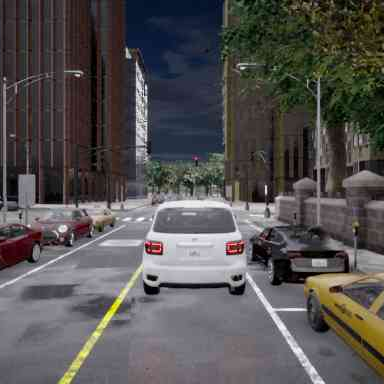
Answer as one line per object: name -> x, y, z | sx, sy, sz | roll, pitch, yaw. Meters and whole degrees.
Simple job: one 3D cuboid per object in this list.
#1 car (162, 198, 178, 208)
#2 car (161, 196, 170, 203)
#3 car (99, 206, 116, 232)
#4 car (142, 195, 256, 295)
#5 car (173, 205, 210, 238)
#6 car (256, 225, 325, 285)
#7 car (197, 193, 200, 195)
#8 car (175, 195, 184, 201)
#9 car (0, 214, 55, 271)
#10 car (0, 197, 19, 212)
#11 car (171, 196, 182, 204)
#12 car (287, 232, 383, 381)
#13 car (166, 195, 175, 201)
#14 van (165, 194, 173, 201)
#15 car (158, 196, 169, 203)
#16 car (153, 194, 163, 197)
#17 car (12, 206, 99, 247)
car -> -3.140, 1.574, 48.138 | 1.994, 1.385, 4.181 | 0, 0, 0
car -> -5.832, 1.549, 73.716 | 1.752, 1.417, 4.829 | 0, 0, 0
car -> -5.783, 1.527, 19.995 | 1.752, 1.417, 4.829 | 0, 0, 0
car -> 0.058, 1.222, 8.851 | 2.150, 2.045, 5.566 | 0, 0, 0
car -> 0.006, 1.527, 18.496 | 1.812, 1.442, 4.674 | 0, 0, 0
car -> 2.752, 1.566, 9.261 | 1.947, 1.339, 4.313 | 0, 0, 0
car -> 2.689, 1.572, 79.331 | 1.887, 1.381, 4.507 | 0, 0, 0
car -> -3.077, 1.402, 83.079 | 2.033, 1.411, 5.357 | 0, 0, 0
car -> -5.773, 1.545, 9.252 | 1.887, 1.381, 4.507 | 0, 0, 0
car -> -18.622, 1.173, 31.611 | 4.892, 1.490, 1.837 | 1, 0, 0
car -> -3.082, 1.584, 67.534 | 1.994, 1.385, 4.181 | 0, 0, 1
car -> 2.757, 1.525, 3.975 | 1.752, 1.417, 4.829 | 0, 0, 0
car -> -5.847, 1.586, 90.199 | 2.008, 1.369, 4.403 | 0, 0, 0
van -> -5.842, 1.372, 84.761 | 1.690, 1.788, 3.998 | 0, 0, 0
car -> -5.827, 1.602, 68.448 | 1.802, 1.307, 4.206 | 0, 0, 0
car -> -5.817, 1.329, 57.573 | 2.192, 1.841, 5.009 | 0, 0, 0
car -> -5.778, 1.441, 14.709 | 1.967, 1.590, 4.097 | 0, 0, 0
